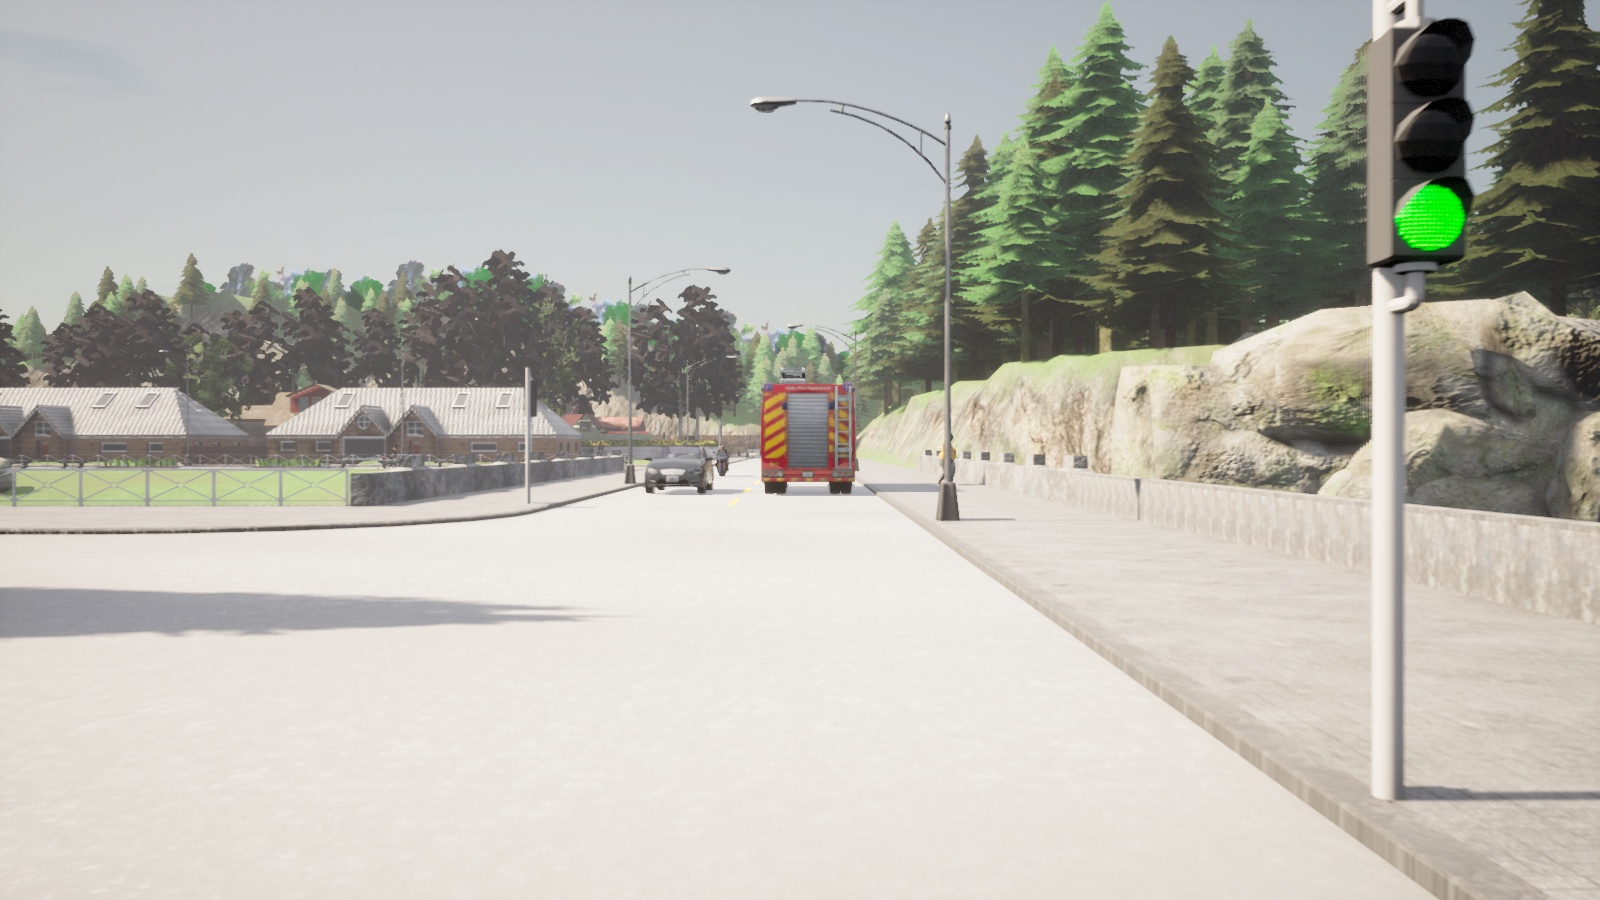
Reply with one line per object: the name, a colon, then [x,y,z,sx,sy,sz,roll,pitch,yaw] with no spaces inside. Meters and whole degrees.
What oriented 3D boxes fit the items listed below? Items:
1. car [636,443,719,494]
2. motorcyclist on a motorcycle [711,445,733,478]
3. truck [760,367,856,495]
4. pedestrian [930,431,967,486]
car: [-3.765,0.542,39.463,2.128,1.511,4.902,0,0,0]
motorcyclist on a motorcycle: [-3.656,0.543,59.029,0.866,1.530,2.191,0,0,0]
truck: [0.266,-0.585,41.872,2.891,3.827,8.468,0,0,0]
pedestrian: [5.098,0.289,43.037,0.874,1.855,0.900,0,0,-42]
